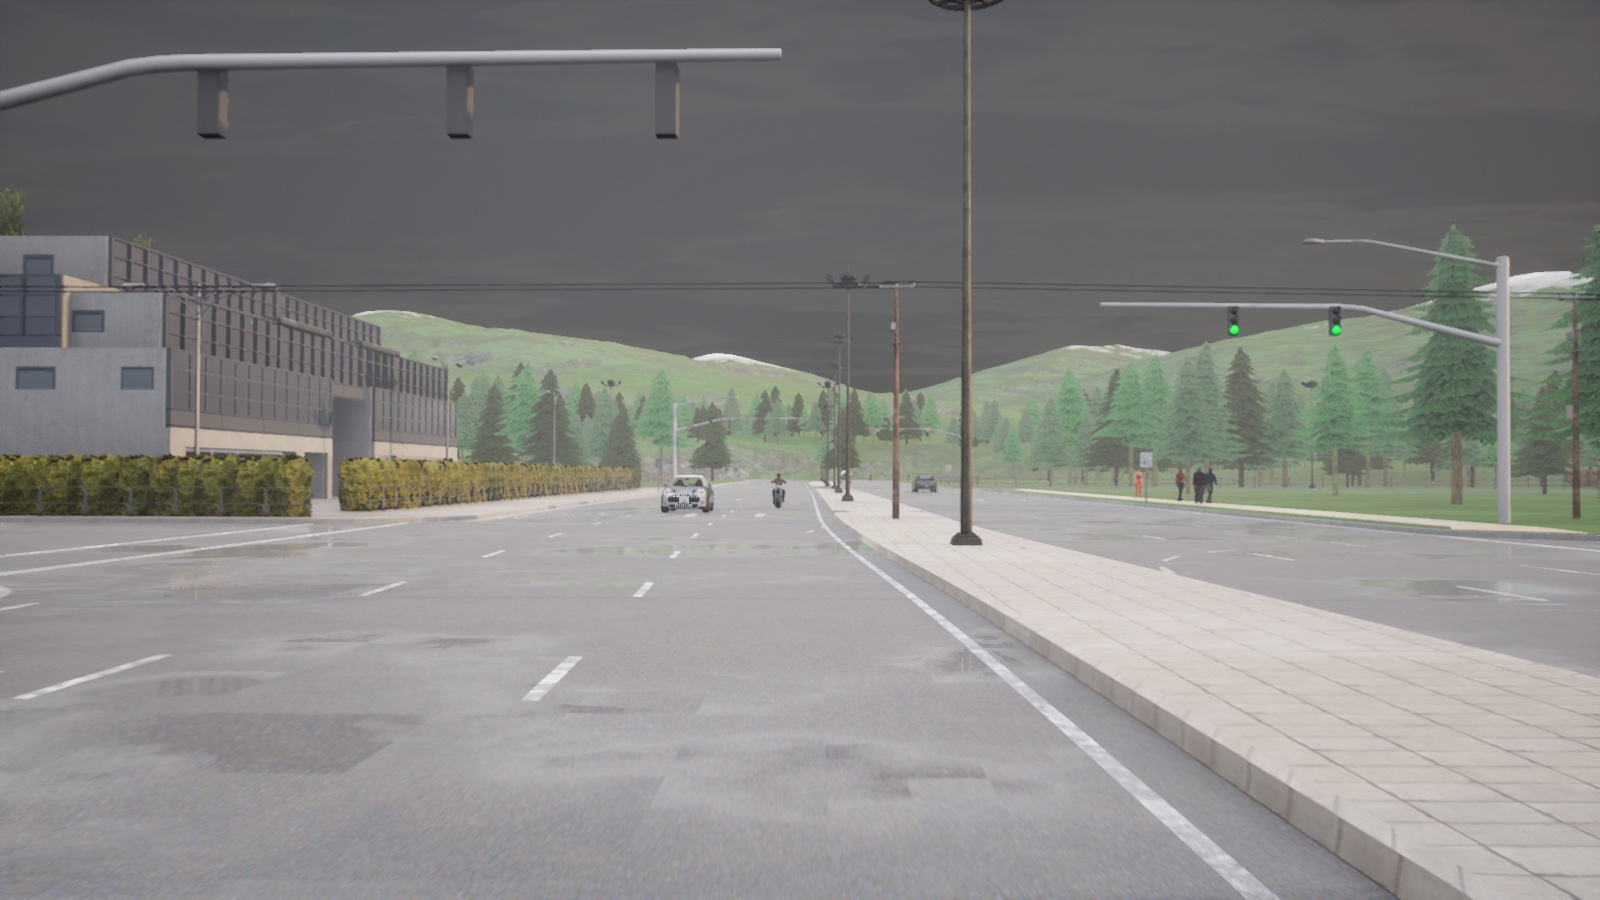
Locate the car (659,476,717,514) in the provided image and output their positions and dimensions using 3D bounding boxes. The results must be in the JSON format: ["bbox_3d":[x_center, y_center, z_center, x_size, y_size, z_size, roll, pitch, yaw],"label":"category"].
[{"bbox_3d":[-4.511,1.785,50.903,1.970,1.475,3.806,0,-1,1],"label":"car"}]

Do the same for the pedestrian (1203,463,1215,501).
[{"bbox_3d":[20.000,1.561,61.402,0.370,1.835,0.726,0,-1,1],"label":"pedestrian"}]

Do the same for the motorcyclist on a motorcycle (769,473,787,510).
[{"bbox_3d":[-0.979,1.883,57.514,0.766,1.649,2.350,0,-1,0],"label":"motorcyclist on a motorcycle"}]

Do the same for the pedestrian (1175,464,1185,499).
[{"bbox_3d":[19.798,1.639,65.451,0.331,1.846,0.636,0,-1,2],"label":"pedestrian"}]

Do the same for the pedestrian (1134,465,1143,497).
[{"bbox_3d":[19.520,1.777,72.495,0.345,1.836,0.594,0,-1,2],"label":"pedestrian"}]

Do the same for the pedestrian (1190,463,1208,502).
[{"bbox_3d":[19.162,1.543,60.330,0.634,1.844,0.899,0,-1,4],"label":"pedestrian"}]
